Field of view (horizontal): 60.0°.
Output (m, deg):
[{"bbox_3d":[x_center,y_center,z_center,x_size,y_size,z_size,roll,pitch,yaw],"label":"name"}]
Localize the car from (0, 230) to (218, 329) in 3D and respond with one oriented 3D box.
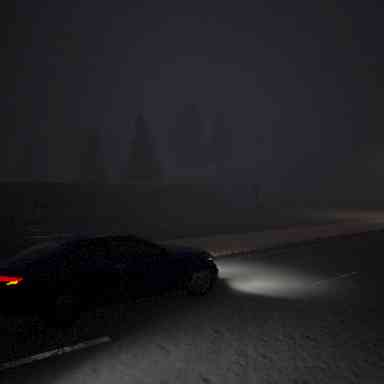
[{"bbox_3d":[-1.598,1.526,6.911,4.674,1.442,1.812,0,0,-35],"label":"car"}]
